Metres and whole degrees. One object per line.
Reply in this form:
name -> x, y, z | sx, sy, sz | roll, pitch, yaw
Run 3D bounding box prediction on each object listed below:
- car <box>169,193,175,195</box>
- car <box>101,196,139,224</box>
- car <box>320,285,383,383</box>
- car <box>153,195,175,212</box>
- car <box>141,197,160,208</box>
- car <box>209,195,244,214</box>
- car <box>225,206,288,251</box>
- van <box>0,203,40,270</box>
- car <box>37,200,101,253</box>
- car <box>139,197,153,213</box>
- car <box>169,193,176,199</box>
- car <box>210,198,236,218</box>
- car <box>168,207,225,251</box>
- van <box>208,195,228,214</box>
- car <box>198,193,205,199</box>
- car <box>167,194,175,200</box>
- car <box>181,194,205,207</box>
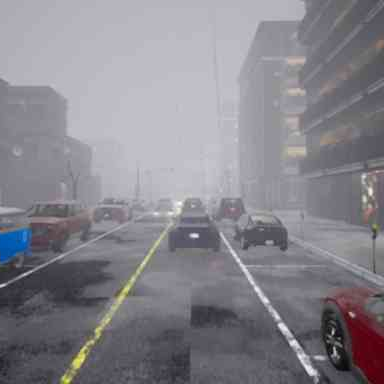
car -> -5.739, 1.323, 84.171 | 1.887, 1.381, 4.507 | 1, 0, 0
car -> -5.668, 1.252, 24.586 | 2.192, 1.841, 5.009 | 1, 0, 0
car -> 2.706, 1.432, 2.950 | 1.967, 1.590, 4.097 | 1, 0, 0
car -> -3.088, 1.408, 37.298 | 1.837, 1.490, 4.892 | 0, 0, 0
car -> -5.669, 1.431, 46.215 | 2.008, 1.369, 4.403 | 1, 0, 0
car -> 2.712, 1.252, 24.577 | 2.192, 1.841, 5.009 | 1, 0, 0
car -> 2.706, 1.516, 13.764 | 2.008, 1.369, 4.403 | 1, 0, 0
van -> -5.671, 1.320, 8.365 | 1.690, 1.788, 3.998 | 1, 0, 0
car -> -5.669, 1.280, 13.772 | 2.192, 1.841, 5.009 | 1, 0, 0
car -> -5.668, 1.349, 35.401 | 1.967, 1.590, 4.097 | 1, 0, 0
car -> -5.657, 1.092, 95.434 | 1.690, 1.788, 3.998 | 1, 0, 0
car -> 2.710, 1.363, 29.985 | 1.967, 1.590, 4.097 | 1, 0, 0
car -> 0.090, 1.529, 13.928 | 1.994, 1.385, 4.181 | 0, 0, 0
van -> 2.713, 1.250, 35.392 | 1.690, 1.788, 3.998 | 1, 0, 0
car -> 2.721, 1.188, 95.599 | 1.967, 1.590, 4.097 | 1, 0, 0
car -> -5.662, 1.308, 89.853 | 1.887, 1.381, 4.507 | 1, 0, 0
car -> 0.096, 1.273, 30.678 | 2.097, 1.767, 4.553 | 0, 0, 0
